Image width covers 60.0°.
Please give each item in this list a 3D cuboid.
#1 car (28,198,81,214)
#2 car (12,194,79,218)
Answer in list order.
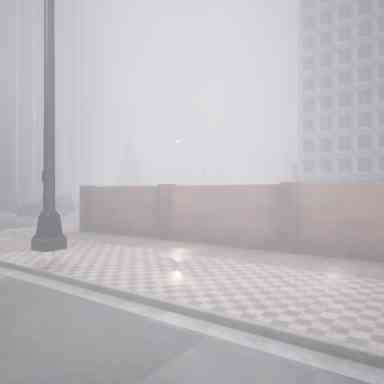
[{"bbox_3d":[-14.661,1.478,35.815,1.882,1.535,5.008,0,0,35],"label":"car"},{"bbox_3d":[-13.702,1.221,31.095,2.150,2.045,5.566,0,0,35],"label":"car"}]
